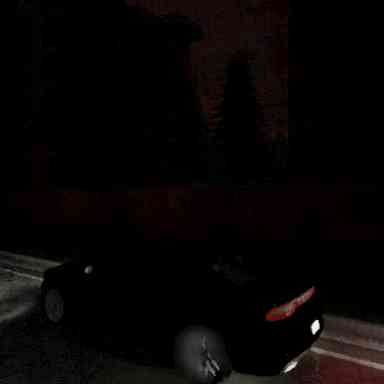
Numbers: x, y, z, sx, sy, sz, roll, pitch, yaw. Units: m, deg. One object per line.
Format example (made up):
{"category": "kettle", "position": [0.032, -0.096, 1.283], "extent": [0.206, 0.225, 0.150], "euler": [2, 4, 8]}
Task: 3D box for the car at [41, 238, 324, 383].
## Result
{"category": "car", "position": [-0.516, 1.511, 5.512], "extent": [5.008, 1.535, 1.882], "euler": [-1, 0, 35]}
